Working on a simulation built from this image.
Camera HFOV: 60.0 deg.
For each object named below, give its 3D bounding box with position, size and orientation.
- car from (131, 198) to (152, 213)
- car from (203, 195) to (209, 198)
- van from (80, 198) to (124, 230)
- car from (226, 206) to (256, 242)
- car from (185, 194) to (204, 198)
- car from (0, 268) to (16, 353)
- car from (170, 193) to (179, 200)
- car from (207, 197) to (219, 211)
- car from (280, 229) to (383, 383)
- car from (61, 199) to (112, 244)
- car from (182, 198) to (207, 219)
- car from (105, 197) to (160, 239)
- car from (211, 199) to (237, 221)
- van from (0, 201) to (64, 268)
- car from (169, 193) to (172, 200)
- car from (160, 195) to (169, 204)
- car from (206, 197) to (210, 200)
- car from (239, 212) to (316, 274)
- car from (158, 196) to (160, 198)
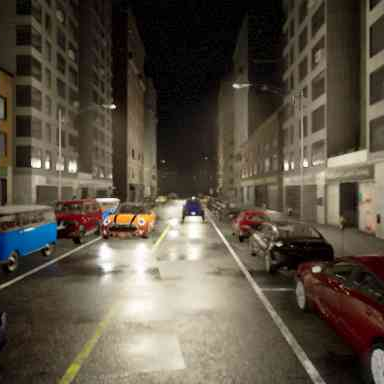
[{"bbox_3d":[-5.654,1.486,37.780,1.752,1.417,4.829,0,0,0],"label":"car"},{"bbox_3d":[2.873,1.394,43.472,1.967,1.590,4.097,0,0,0],"label":"car"},{"bbox_3d":[-5.658,1.322,21.371,1.690,1.788,3.998,0,0,0],"label":"van"},{"bbox_3d":[2.863,1.569,15.843,1.802,1.307,4.206,0,0,0],"label":"car"},{"bbox_3d":[0.116,1.442,45.534,2.128,1.511,4.902,0,0,0],"label":"car"},{"bbox_3d":[-3.084,1.600,1.640,1.895,1.301,4.718,0,0,0],"label":"car"},{"bbox_3d":[-5.635,1.230,92.352,2.192,1.841,5.009,0,0,0],"label":"car"},{"bbox_3d":[2.869,1.518,32.420,2.008,1.369,4.403,0,0,0],"label":"car"},{"bbox_3d":[2.858,1.541,4.791,1.887,1.381,4.507,0,0,0],"label":"car"},{"bbox_3d":[-5.663,1.302,15.846,2.192,1.841,5.009,0,0,0],"label":"car"},{"bbox_3d":[0.113,1.499,28.299,1.812,1.442,4.674,0,0,0],"label":"car"},{"bbox_3d":[-3.081,1.338,17.031,2.097,1.767,4.553,0,0,0],"label":"car"},{"bbox_3d":[2.867,1.525,26.895,2.008,1.369,4.403,0,0,0],"label":"car"},{"bbox_3d":[-5.665,1.333,10.320,1.690,1.788,3.998,0,0,0],"label":"van"},{"bbox_3d":[-5.644,1.483,65.578,2.008,1.369,4.403,0,0,0],"label":"car"},{"bbox_3d":[-5.646,1.462,59.883,1.752,1.417,4.829,0,0,0],"label":"car"},{"bbox_3d":[2.871,1.543,37.946,1.802,1.307,4.206,0,0,0],"label":"car"},{"bbox_3d":[2.861,1.543,10.316,2.008,1.369,4.403,0,0,0],"label":"car"},{"bbox_3d":[-5.653,1.394,43.476,1.967,1.590,4.097,0,0,0],"label":"car"}]
